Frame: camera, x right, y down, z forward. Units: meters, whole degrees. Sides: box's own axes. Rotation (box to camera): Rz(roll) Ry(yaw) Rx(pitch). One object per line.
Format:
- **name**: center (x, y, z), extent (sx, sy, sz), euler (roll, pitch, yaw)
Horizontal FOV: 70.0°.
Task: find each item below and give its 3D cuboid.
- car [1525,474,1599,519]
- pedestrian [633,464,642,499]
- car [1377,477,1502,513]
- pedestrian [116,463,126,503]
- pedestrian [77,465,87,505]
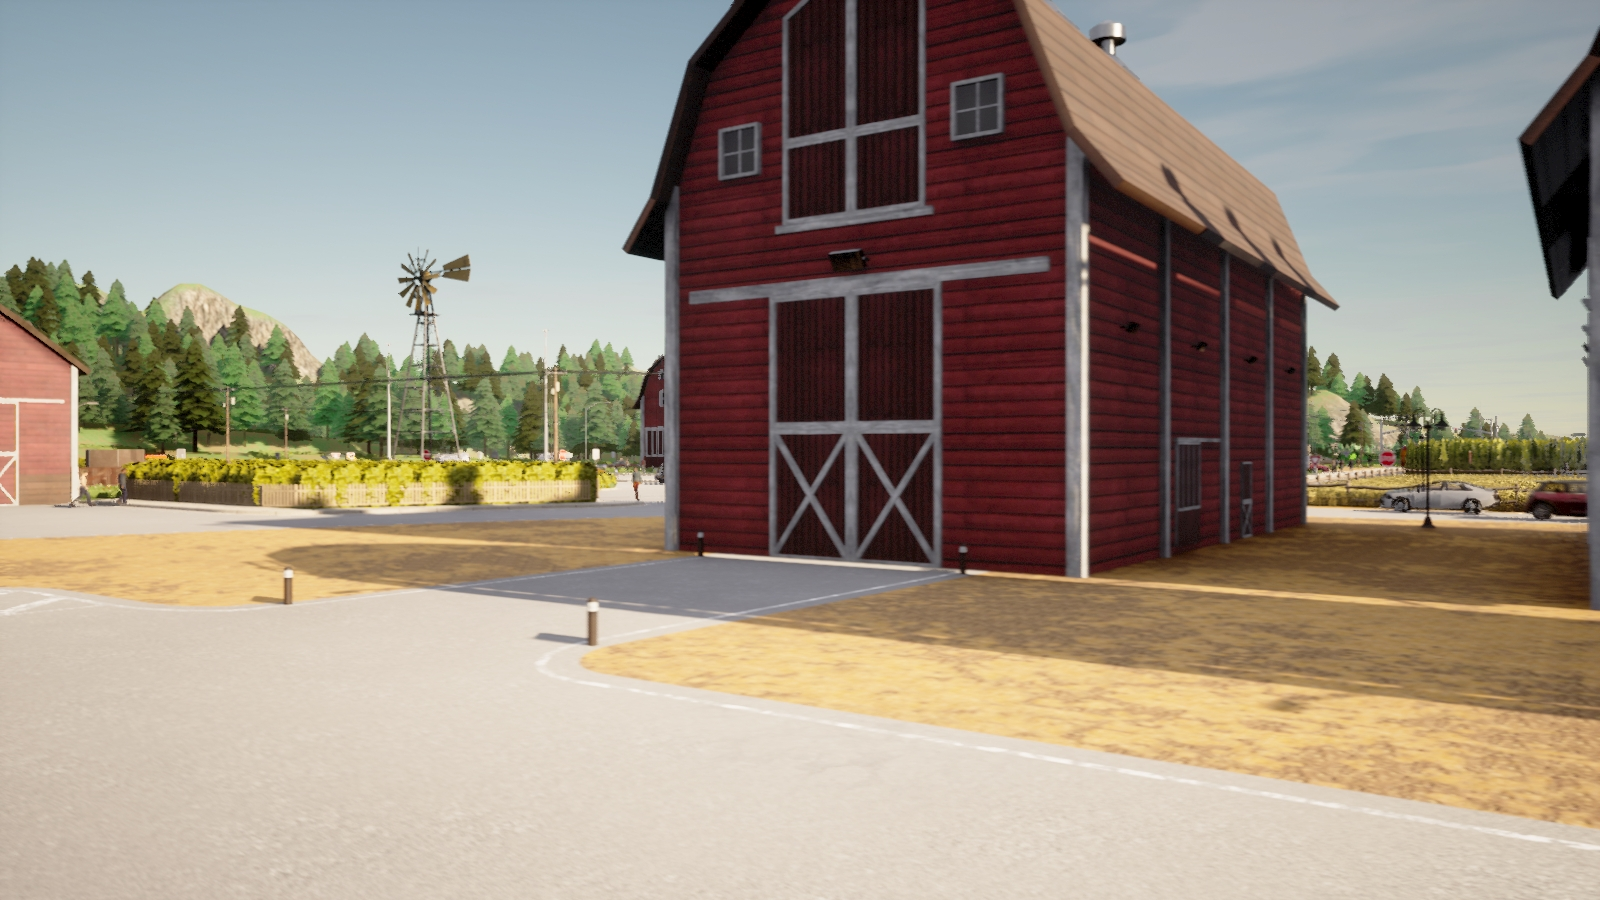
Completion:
- **car**: center (32.605, 1.905, 47.100), extent (4.553, 1.767, 2.097), euler (0, 0, 34)
- **pedestrian**: center (-8.706, 1.674, 61.201), extent (0.375, 1.860, 0.375), euler (0, 0, 25)
- **car**: center (29.606, 2.047, 52.949), extent (4.902, 1.511, 2.128), euler (0, 0, 34)
- **pedestrian**: center (-32.312, 1.575, 54.393), extent (0.375, 1.860, 0.375), euler (0, 0, -28)
- **pedestrian**: center (-33.461, 1.617, 53.217), extent (0.375, 1.860, 0.375), euler (0, 0, -36)
